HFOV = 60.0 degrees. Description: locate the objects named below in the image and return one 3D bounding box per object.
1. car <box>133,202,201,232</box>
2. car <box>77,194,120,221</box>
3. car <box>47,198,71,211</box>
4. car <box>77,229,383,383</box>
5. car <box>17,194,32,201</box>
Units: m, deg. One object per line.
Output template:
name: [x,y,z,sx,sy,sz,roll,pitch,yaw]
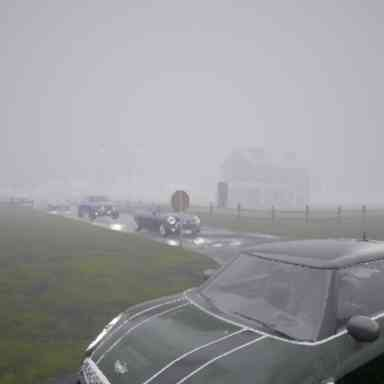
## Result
car: [-1.447,1.404,18.439,2.097,1.767,4.553,1,0,-35]
car: [-7.916,1.229,27.830,2.150,2.045,5.566,1,-1,-34]
car: [-15.895,1.473,39.518,1.812,1.442,4.674,1,0,-34]
car: [1.146,1.395,3.675,4.553,1.767,2.097,1,-1,-35]
car: [-38.981,1.285,78.243,2.128,1.511,4.902,1,0,-34]
